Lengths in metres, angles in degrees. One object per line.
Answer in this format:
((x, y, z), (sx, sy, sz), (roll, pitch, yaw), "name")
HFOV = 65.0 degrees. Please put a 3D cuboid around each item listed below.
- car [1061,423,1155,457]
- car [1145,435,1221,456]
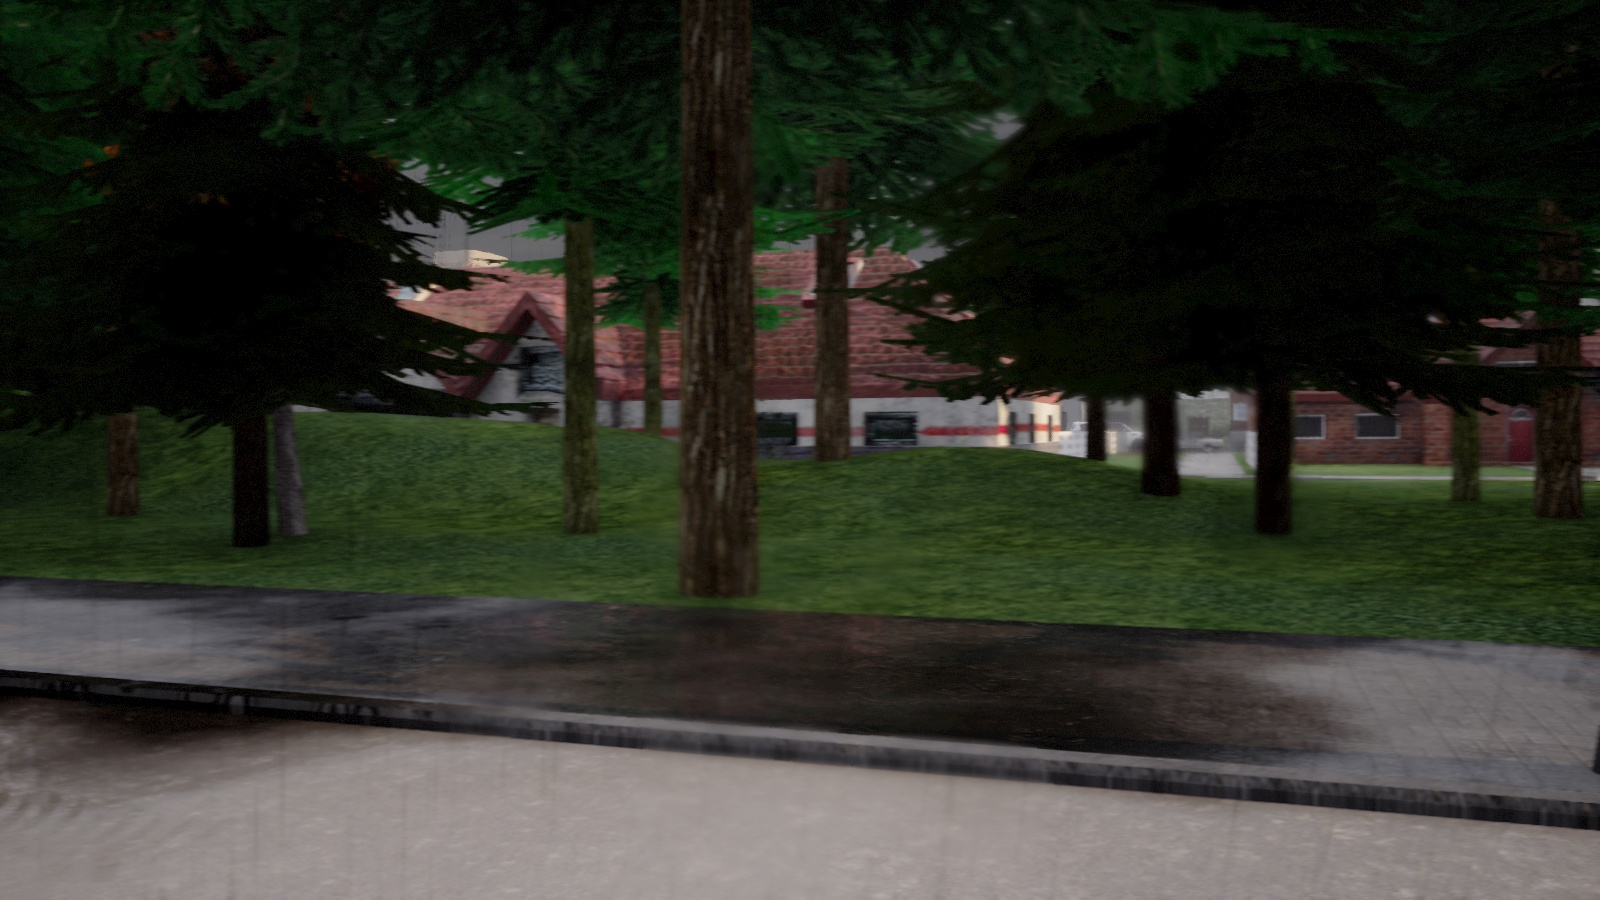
((19.530, -0.655, 79.615), (5.566, 2.045, 2.150), (1, 1, 18), "car")
((25.021, -0.291, 81.997), (4.718, 1.301, 1.895), (1, 1, 19), "car")
